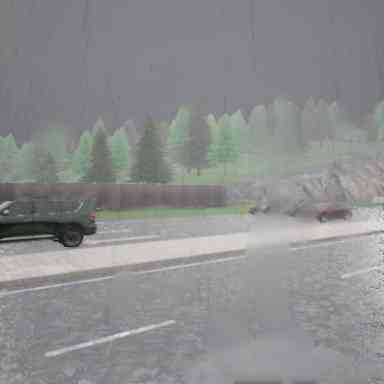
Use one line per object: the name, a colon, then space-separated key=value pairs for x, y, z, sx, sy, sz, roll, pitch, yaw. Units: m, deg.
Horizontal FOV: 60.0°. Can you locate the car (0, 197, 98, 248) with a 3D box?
car: x=-6.658 y=1.224 z=13.348 sx=5.566 sy=2.045 sz=2.150 roll=0 pitch=0 yaw=-35

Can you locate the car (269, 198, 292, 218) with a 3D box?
car: x=9.434 y=1.508 z=29.035 sx=4.902 sy=1.511 sz=2.128 roll=0 pitch=0 yaw=-35

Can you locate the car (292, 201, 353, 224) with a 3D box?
car: x=10.185 y=1.493 z=25.282 sx=5.008 sy=1.535 sz=1.882 roll=0 pitch=0 yaw=-35

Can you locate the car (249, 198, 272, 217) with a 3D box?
car: x=7.623 y=1.368 z=32.039 sx=4.553 sy=1.767 sz=2.097 roll=0 pitch=0 yaw=-35
